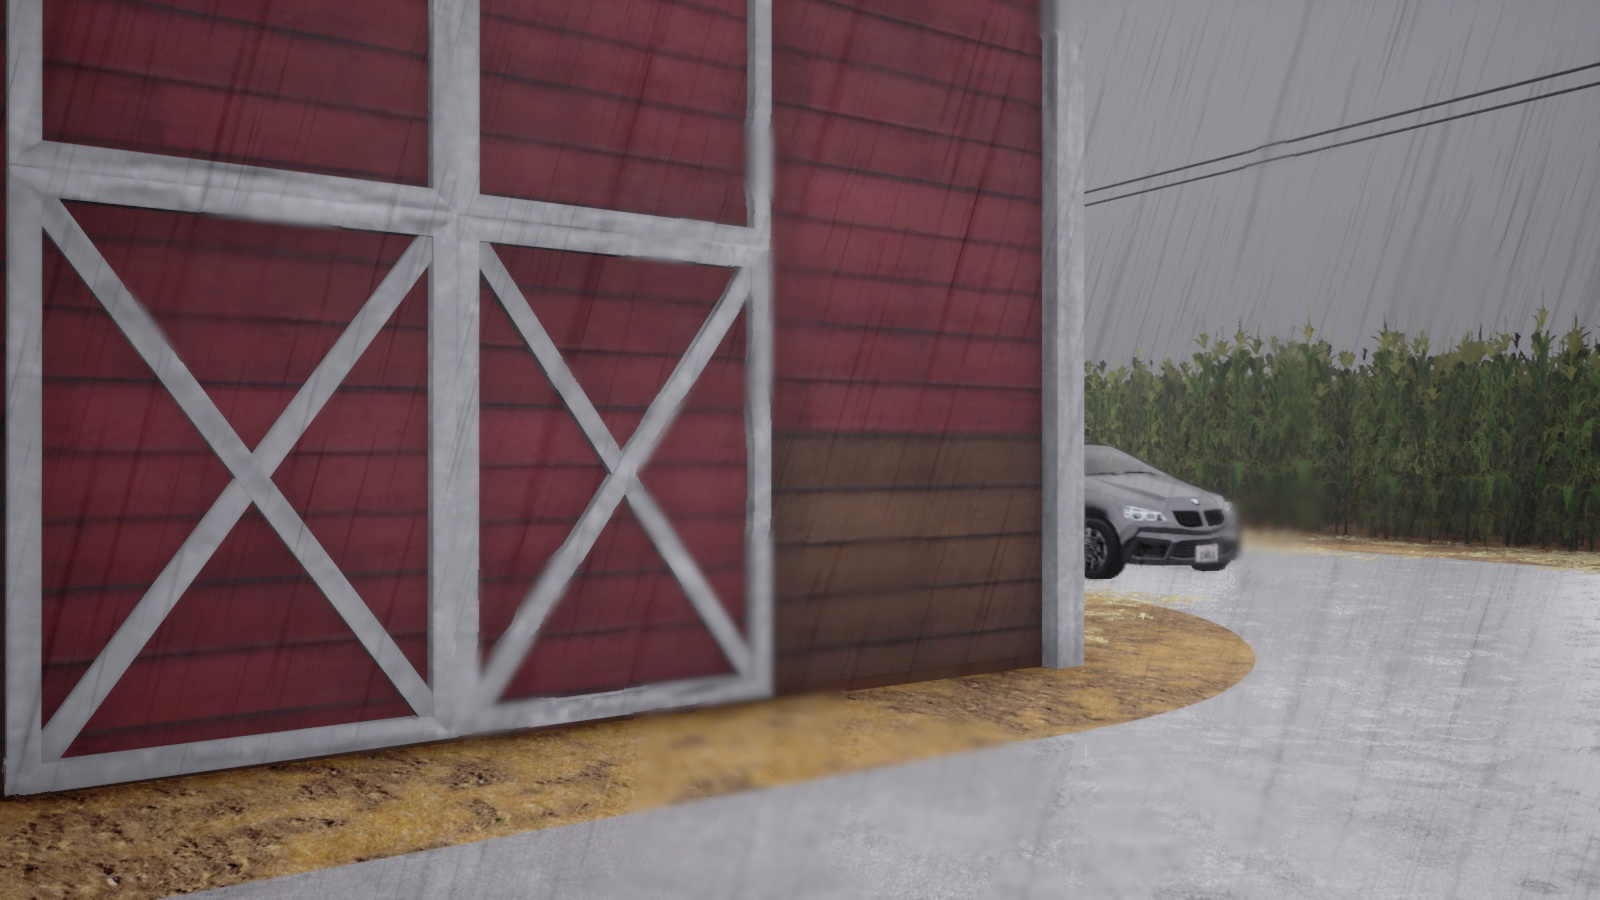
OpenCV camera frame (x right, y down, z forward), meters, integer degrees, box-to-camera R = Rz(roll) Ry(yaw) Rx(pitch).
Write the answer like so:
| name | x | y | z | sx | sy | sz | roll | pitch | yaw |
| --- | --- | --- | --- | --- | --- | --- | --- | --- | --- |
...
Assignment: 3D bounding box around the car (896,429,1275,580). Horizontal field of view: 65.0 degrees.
| name | x | y | z | sx | sy | sz | roll | pitch | yaw |
| --- | --- | --- | --- | --- | --- | --- | --- | --- | --- |
| car | 3.536 | 0.604 | 16.456 | 2.242 | 1.667 | 4.611 | 0 | 0 | -32 |
